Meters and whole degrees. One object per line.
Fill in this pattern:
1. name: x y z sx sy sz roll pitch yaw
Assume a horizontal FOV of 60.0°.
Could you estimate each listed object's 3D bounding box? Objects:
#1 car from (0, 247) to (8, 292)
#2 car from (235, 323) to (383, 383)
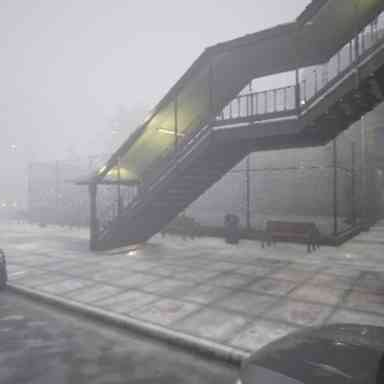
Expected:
1. car: -6.371 1.458 7.854 4.553 1.767 2.185 -1 0 35
2. car: 2.378 1.469 1.564 2.231 1.521 4.892 0 -1 -45
